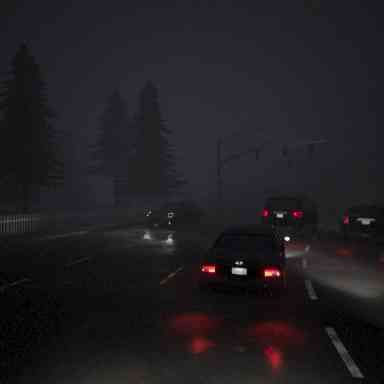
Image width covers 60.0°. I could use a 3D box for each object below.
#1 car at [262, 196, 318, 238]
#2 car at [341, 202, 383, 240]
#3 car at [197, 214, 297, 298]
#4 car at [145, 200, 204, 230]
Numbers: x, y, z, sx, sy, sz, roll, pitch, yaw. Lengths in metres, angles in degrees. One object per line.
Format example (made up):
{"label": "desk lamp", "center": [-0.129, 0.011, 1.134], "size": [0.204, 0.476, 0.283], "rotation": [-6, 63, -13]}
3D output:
{"label": "car", "center": [5.458, 1.221, 18.188], "size": [2.150, 2.045, 5.566], "rotation": [0, 0, 28]}
{"label": "car", "center": [8.646, 1.352, 16.420], "size": [2.097, 1.767, 4.553], "rotation": [0, 0, 29]}
{"label": "car", "center": [1.532, 1.547, 8.734], "size": [2.033, 1.411, 5.357], "rotation": [0, 0, 15]}
{"label": "car", "center": [-1.021, 1.349, 21.522], "size": [2.097, 1.767, 4.553], "rotation": [0, 0, 30]}
